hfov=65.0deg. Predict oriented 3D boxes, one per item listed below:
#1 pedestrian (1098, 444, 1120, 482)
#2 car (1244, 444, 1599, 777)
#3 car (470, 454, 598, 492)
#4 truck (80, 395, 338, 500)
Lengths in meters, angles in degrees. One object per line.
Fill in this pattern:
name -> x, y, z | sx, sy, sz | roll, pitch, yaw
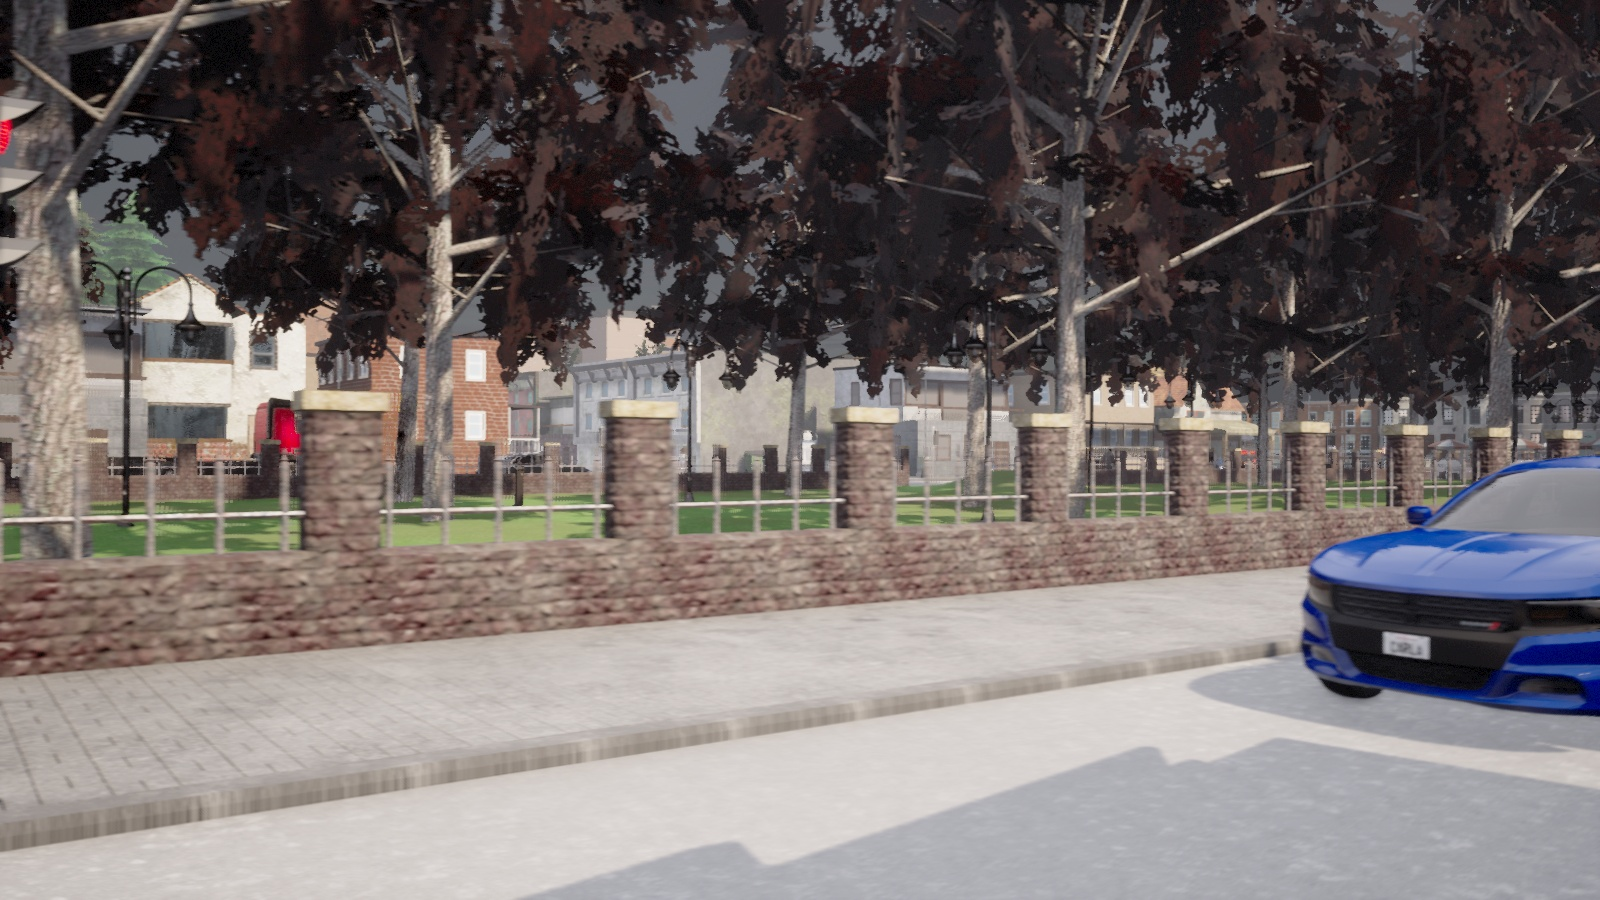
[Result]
pedestrian -> 15.964, 0.676, 64.878 | 0.873, 1.952, 0.659 | 0, 0, -36
car -> 5.185, 0.747, 8.001 | 5.008, 1.535, 1.882 | 0, 0, -35
car -> -11.006, 0.942, 52.142 | 4.892, 1.490, 1.837 | 1, -1, -36
truck -> -21.018, -0.062, 44.944 | 7.936, 3.462, 2.891 | 0, 0, -37
